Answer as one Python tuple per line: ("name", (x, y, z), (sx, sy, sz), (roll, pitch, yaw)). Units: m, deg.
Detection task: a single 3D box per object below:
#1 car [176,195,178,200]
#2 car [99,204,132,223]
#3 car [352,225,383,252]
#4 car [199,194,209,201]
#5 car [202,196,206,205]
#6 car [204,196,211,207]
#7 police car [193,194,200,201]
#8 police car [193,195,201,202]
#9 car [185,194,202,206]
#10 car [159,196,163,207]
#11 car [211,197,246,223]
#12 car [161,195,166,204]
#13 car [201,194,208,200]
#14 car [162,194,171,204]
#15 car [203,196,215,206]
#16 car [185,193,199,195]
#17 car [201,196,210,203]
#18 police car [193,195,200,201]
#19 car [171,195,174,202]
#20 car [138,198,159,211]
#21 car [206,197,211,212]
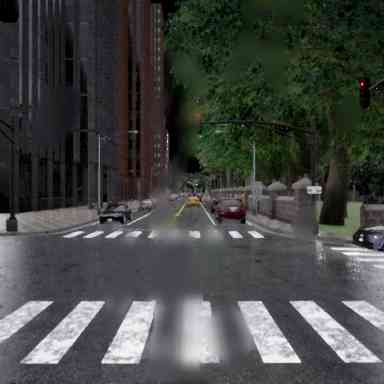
("car", (-5.479, 1.520, 90.718), (1.967, 1.590, 4.097), (0, 0, 0))
("car", (-5.685, 1.573, 25.234), (1.947, 1.339, 4.313), (0, 0, 0))
("car", (8.771, 1.765, 13.302), (4.181, 1.385, 1.994), (1, 0, 0))
("car", (3.029, 1.387, 85.238), (2.192, 1.841, 5.009), (0, 0, 0))
("car", (2.909, 1.579, 47.042), (2.008, 1.369, 4.403), (0, 0, 0))
("car", (2.892, 1.573, 41.585), (2.008, 1.369, 4.403), (0, 0, 0))
("police car", (1.188, 1.508, 91.988), (1.930, 1.638, 5.238), (0, 0, 0))
("police car", (1.138, 1.484, 75.988), (1.930, 1.638, 5.238), (0, 0, 0))
("car", (0.223, 1.514, 55.251), (1.882, 1.535, 5.008), (0, 0, 0))
("car", (-5.616, 1.610, 47.062), (1.802, 1.307, 4.206), (0, 0, 0))
("car", (2.841, 1.322, 25.217), (2.192, 1.841, 5.009), (0, 0, 0))
("car", (-5.599, 1.615, 52.519), (1.802, 1.307, 4.206), (0, 0, 0))
("car", (2.926, 1.473, 52.499), (1.967, 1.590, 4.097), (0, 0, 0))
("car", (-5.565, 1.626, 63.433), (1.802, 1.307, 4.206), (0, 0, 0))
("car", (2.943, 1.479, 57.955), (1.967, 1.590, 4.097), (0, 0, 0))
("car", (0.204, 1.268, 65.377), (2.150, 2.045, 5.566), (0, 0, 0))
("car", (2.995, 1.582, 74.495), (1.752, 1.417, 4.829), (0, 0, 0))
("police car", (1.151, 1.499, 85.988), (1.930, 1.638, 5.238), (0, 0, 0))
("car", (-5.547, 1.365, 68.890), (2.192, 1.841, 5.009), (0, 0, 0))
("car", (-5.633, 1.573, 41.605), (2.008, 1.369, 4.403), (0, 0, 0))
("car", (2.875, 1.583, 36.129), (1.947, 1.339, 4.313), (0, 0, 0))
